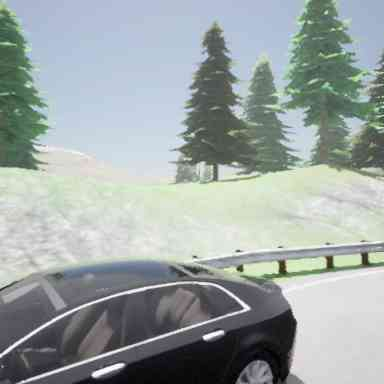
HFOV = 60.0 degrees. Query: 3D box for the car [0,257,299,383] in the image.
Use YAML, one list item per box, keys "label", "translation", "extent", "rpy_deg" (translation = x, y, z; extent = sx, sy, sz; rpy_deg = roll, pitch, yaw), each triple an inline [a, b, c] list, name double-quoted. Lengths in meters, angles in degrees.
- label: "car"
  translation: [-1.052, 1.504, 3.158]
  extent: [4.892, 1.490, 1.837]
  rpy_deg: [0, 0, -35]
